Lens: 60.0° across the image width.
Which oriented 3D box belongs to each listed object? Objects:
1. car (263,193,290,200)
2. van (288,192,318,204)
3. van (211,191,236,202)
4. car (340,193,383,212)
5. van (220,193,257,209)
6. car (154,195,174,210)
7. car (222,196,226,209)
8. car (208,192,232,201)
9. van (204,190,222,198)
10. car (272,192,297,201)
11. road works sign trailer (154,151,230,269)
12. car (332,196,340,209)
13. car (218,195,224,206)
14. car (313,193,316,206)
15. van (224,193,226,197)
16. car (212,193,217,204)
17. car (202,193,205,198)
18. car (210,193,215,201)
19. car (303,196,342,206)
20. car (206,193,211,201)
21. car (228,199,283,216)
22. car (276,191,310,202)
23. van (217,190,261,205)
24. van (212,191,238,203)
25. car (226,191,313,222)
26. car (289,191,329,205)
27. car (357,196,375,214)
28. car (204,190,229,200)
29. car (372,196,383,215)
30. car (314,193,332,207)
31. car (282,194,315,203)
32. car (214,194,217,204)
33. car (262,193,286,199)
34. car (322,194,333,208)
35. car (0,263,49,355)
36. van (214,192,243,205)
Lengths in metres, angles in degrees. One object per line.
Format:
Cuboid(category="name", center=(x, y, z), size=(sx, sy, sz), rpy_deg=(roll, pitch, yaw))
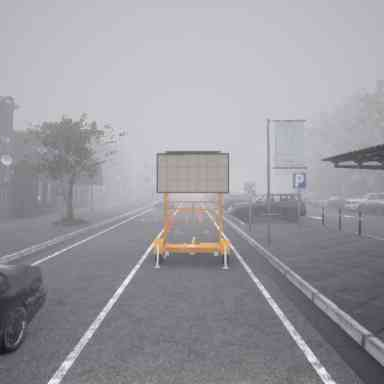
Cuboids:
Cuboid(category="car", center=(18.498, 0.938, 72.986), size=(5.366, 1.575, 1.946), rpy_deg=(0, 1, 0))
Cuboid(category="van", center=(18.838, 0.930, 56.332), size=(4.442, 1.987, 1.878), rpy_deg=(0, 1, 0))
Cuboid(category="van", center=(5.747, 0.864, 61.344), size=(4.442, 1.987, 1.878), rpy_deg=(0, 1, 0))
Cuboid(category="car", center=(18.743, 1.096, 34.121), size=(5.566, 2.045, 2.435), rpy_deg=(0, 0, 0))
Cuboid(category="van", center=(5.792, 1.076, 41.716), size=(4.442, 1.987, 1.878), rpy_deg=(0, 0, 0))
Cuboid(category="car", center=(-3.286, 1.155, 39.991), size=(2.097, 1.767, 4.553), rpy_deg=(0, 0, 0))
Cuboid(category="car", center=(5.522, 1.376, 27.699), size=(5.366, 1.575, 1.946), rpy_deg=(0, 0, 0))
Cuboid(category="car", center=(5.649, 0.892, 66.951), size=(4.553, 1.767, 2.185), rpy_deg=(0, 1, 0))
Cuboid(category="van", center=(5.456, 0.539, 86.571), size=(4.442, 1.987, 1.878), rpy_deg=(0, 1, 0))
Cuboid(category="car", center=(18.727, 0.887, 67.435), size=(4.553, 1.767, 2.185), rpy_deg=(0, 1, 0))
Cuboid(category="road works sign trailer", center=(0.037, 0.441, 11.123), size=(2.380, 3.560, 2.880), rpy_deg=(0, 0, 2))
Cuboid(category="car", center=(18.760, 1.334, 36.897), size=(4.892, 1.521, 2.231), rpy_deg=(0, 0, 0))
Cuboid(category="car", center=(5.683, 1.336, 36.109), size=(5.008, 1.535, 2.097), rpy_deg=(0, 0, 0))
Cuboid(category="car", center=(18.717, 1.309, 45.224), size=(4.792, 1.488, 2.163), rpy_deg=(0, 1, 0))
Cuboid(category="van", center=(5.811, 1.125, 33.305), size=(4.442, 1.987, 1.878), rpy_deg=(0, 0, 0))
Cuboid(category="car", center=(5.660, 1.297, 47.329), size=(4.674, 1.452, 2.002), rpy_deg=(0, 1, 0))
Cuboid(category="car", center=(5.576, 0.694, 72.556), size=(5.566, 2.045, 2.435), rpy_deg=(0, 1, 0))
Cuboid(category="car", center=(5.662, 1.229, 50.131), size=(4.892, 1.521, 2.231), rpy_deg=(0, 1, 0))
Cuboid(category="car", center=(18.769, 1.281, 48.007), size=(4.792, 1.488, 2.163), rpy_deg=(0, 1, 0))
Cuboid(category="car", center=(5.615, 0.911, 55.736), size=(5.566, 2.045, 2.435), rpy_deg=(0, 1, 0))
Cuboid(category="car", center=(5.703, 1.405, 30.503), size=(4.674, 1.452, 2.002), rpy_deg=(0, 0, 0))
Cuboid(category="car", center=(18.738, 0.833, 61.882), size=(5.566, 2.045, 2.435), rpy_deg=(0, 1, 0))
Cuboid(category="van", center=(5.565, 1.095, 38.914), size=(4.442, 1.987, 1.878), rpy_deg=(0, 0, 0))
Cuboid(category="van", center=(5.753, 0.901, 58.541), size=(4.442, 1.987, 1.878), rpy_deg=(0, 1, 0))
Cuboid(category="car", center=(5.685, 1.141, 24.894), size=(5.566, 2.045, 2.435), rpy_deg=(0, 0, 0))
Cuboid(category="car", center=(18.756, 0.940, 53.555), size=(5.566, 2.045, 2.435), rpy_deg=(0, 1, 0))
Cuboid(category="car", center=(18.784, 1.361, 31.347), size=(5.008, 1.535, 2.097), rpy_deg=(0, 0, 0))
Cuboid(category="car", center=(5.570, 0.658, 75.359), size=(5.566, 2.045, 2.435), rpy_deg=(0, 1, 0))
Cuboid(category="car", center=(18.790, 1.375, 28.571), size=(5.008, 1.535, 2.097), rpy_deg=(0, 0, 0))
Cuboid(category="car", center=(18.938, 1.295, 42.452), size=(5.366, 1.575, 1.946), rpy_deg=(0, 0, 0))
Cuboid(category="car", center=(18.901, 1.117, 59.109), size=(5.366, 1.575, 1.946), rpy_deg=(0, 1, 0))
Cuboid(category="car", center=(5.698, 1.312, 44.521), size=(4.792, 1.488, 2.163), rpy_deg=(0, 0, 0))
Cuboid(category="car", center=(18.683, 0.907, 75.763), size=(4.892, 1.521, 2.231), rpy_deg=(0, 1, 0))
Cuboid(category="car", center=(18.754, 1.317, 39.675), size=(5.008, 1.535, 2.097), rpy_deg=(0, 0, 0))
Cuboid(category="car", center=(-3.352, 1.547, 3.349), size=(2.033, 1.411, 5.357), rpy_deg=(0, 0, 0))
Cuboid(category="van", center=(5.766, 0.972, 52.937), size=(4.442, 1.987, 1.878), rpy_deg=(0, 1, 0))
